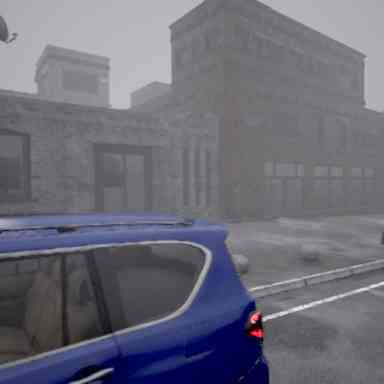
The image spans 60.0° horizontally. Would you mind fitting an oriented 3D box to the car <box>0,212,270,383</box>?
[{"bbox_3d":[-1.973,1.211,2.002,5.566,2.045,2.150,0,0,-35],"label":"car"}]
